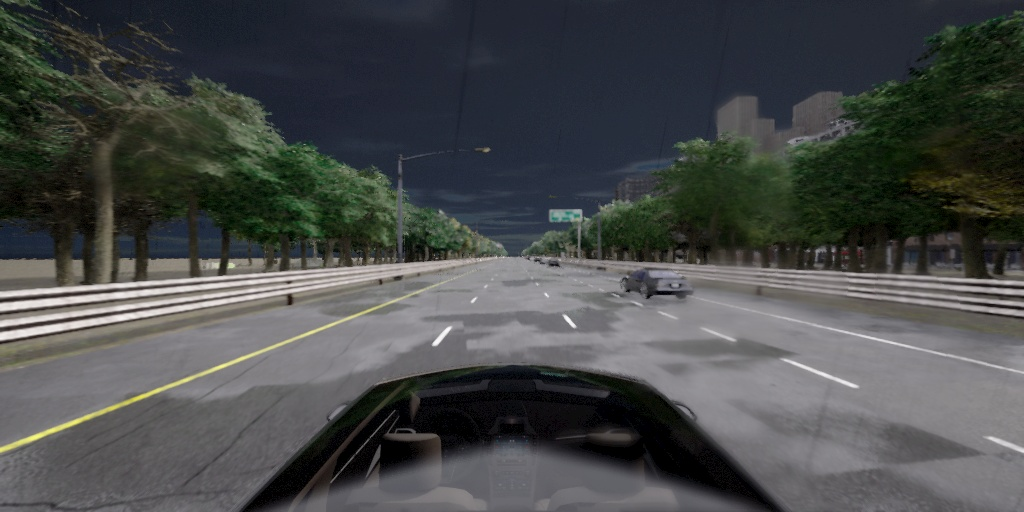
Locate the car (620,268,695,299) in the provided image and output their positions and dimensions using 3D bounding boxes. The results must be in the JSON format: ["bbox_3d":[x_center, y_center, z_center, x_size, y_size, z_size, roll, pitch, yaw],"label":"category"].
[{"bbox_3d":[7.024,1.302,17.937,2.033,1.411,5.357,0,0,0],"label":"car"}]

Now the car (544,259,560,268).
[{"bbox_3d":[7.244,1.250,62.962,1.837,1.490,4.892,0,0,0],"label":"car"}]
